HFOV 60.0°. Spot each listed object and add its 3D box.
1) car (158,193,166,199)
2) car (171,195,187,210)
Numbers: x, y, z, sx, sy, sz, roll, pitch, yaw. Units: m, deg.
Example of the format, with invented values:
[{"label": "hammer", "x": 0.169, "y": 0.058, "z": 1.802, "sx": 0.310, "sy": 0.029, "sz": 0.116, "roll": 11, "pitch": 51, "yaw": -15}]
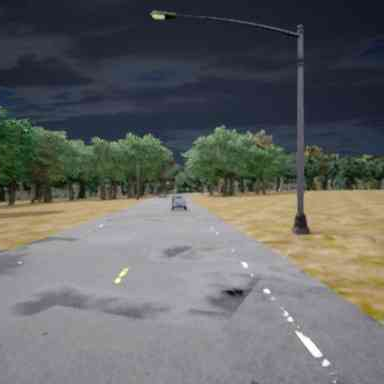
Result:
[{"label": "car", "x": -7.569, "y": 1.009, "z": 85.009, "sx": 1.994, "sy": 1.385, "sz": 4.181, "roll": 0, "pitch": 1, "yaw": -3}, {"label": "car", "x": -1.593, "y": 1.421, "z": 41.150, "sx": 2.033, "sy": 1.411, "sz": 5.357, "roll": 0, "pitch": 0, "yaw": -3}]
